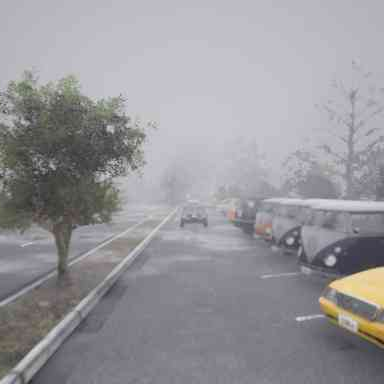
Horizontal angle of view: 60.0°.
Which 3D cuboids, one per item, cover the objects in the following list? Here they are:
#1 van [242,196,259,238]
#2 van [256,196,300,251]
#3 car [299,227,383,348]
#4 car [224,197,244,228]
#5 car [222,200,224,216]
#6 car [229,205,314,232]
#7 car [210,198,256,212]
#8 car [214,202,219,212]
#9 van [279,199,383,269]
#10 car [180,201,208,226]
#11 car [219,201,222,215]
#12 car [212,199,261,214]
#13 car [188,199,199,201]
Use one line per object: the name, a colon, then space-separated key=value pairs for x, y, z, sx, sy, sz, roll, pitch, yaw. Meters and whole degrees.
van: x=4.742 y=1.279 z=14.429 sx=4.442 sy=1.987 sz=1.878 roll=1 pitch=0 yaw=-20
van: x=4.739 y=1.274 z=11.451 sx=4.442 sy=1.987 sz=1.878 roll=1 pitch=0 yaw=-20
car: x=4.662 y=1.488 z=5.474 sx=5.366 sy=1.575 sz=1.946 roll=1 pitch=0 yaw=-20
car: x=4.883 y=1.259 z=17.459 sx=5.566 sy=2.045 sz=2.435 roll=1 pitch=0 yaw=-20
car: x=4.836 y=1.392 z=23.394 sx=4.553 sy=1.767 sz=2.185 roll=1 pitch=0 yaw=-20
car: x=4.861 y=1.554 z=20.421 sx=4.674 sy=1.452 sz=2.002 roll=1 pitch=0 yaw=-20
car: x=4.918 y=1.541 z=39.948 sx=4.892 sy=1.521 sz=2.231 roll=1 pitch=0 yaw=-20
car: x=4.857 y=1.556 z=29.754 sx=4.792 sy=1.488 sz=2.163 roll=1 pitch=0 yaw=-20
van: x=4.736 y=1.270 z=8.473 sx=4.442 sy=1.987 sz=1.878 roll=1 pitch=0 yaw=-20
car: x=0.136 y=1.580 z=23.475 sx=2.033 sy=1.411 sz=5.357 roll=0 pitch=0 yaw=0
car: x=4.904 y=1.397 z=26.384 sx=4.553 sy=1.767 sz=2.185 roll=1 pitch=0 yaw=-20
car: x=4.896 y=1.537 z=36.553 sx=4.892 sy=1.521 sz=2.231 roll=1 pitch=0 yaw=-20
car: x=0.186 y=1.579 z=41.048 sx=1.812 sy=1.442 sz=4.674 roll=0 pitch=0 yaw=0
